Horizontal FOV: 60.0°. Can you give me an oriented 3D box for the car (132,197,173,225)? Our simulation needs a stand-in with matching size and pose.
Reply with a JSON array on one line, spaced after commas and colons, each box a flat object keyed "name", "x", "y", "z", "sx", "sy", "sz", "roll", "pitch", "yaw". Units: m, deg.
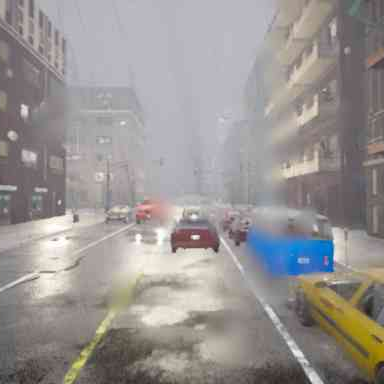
[{"name": "car", "x": -3.016, "y": 1.427, "z": 26.346, "sx": 2.150, "sy": 2.045, "sz": 5.566, "roll": 0, "pitch": -1, "yaw": 0}]

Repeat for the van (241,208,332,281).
[{"name": "van", "x": 2.670, "y": 1.417, "z": 9.792, "sx": 1.690, "sy": 1.788, "sz": 3.998, "roll": 1, "pitch": 0, "yaw": 0}]

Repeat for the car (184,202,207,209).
[{"name": "car", "x": 0.097, "y": 1.818, "z": 28.671, "sx": 1.895, "sy": 1.301, "sz": 4.718, "roll": 0, "pitch": 0, "yaw": 0}]

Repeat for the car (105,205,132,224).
[{"name": "car", "x": -5.775, "y": 1.755, "z": 26.869, "sx": 2.008, "sy": 1.369, "sz": 4.403, "roll": 1, "pitch": 0, "yaw": 0}]

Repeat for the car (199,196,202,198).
[{"name": "car", "x": 2.960, "y": 2.160, "z": 81.841, "sx": 2.008, "sy": 1.369, "sz": 4.403, "roll": 1, "pitch": 0, "yaw": 0}]

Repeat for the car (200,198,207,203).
[{"name": "car", "x": 2.995, "y": 2.233, "z": 87.511, "sx": 1.802, "sy": 1.307, "sz": 4.206, "roll": 1, "pitch": 0, "yaw": 0}]

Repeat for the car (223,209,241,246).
[{"name": "car", "x": 2.665, "y": 1.701, "z": 15.461, "sx": 1.802, "sy": 1.307, "sz": 4.206, "roll": 1, "pitch": 0, "yaw": 0}]

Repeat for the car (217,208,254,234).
[{"name": "car", "x": 2.663, "y": 1.743, "z": 21.132, "sx": 1.802, "sy": 1.307, "sz": 4.206, "roll": 1, "pitch": 0, "yaw": 0}]

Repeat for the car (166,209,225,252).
[{"name": "car", "x": 0.103, "y": 1.675, "z": 14.499, "sx": 1.994, "sy": 1.385, "sz": 4.181, "roll": 0, "pitch": 0, "yaw": -1}]

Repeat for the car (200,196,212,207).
[{"name": "car", "x": 2.952, "y": 2.024, "z": 63.254, "sx": 2.008, "sy": 1.369, "sz": 4.403, "roll": 1, "pitch": 0, "yaw": 0}]

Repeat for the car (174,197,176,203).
[{"name": "car", "x": -5.453, "y": 2.009, "z": 76.247, "sx": 1.967, "sy": 1.590, "sz": 4.097, "roll": 1, "pitch": 0, "yaw": 0}]

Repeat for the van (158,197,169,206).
[{"name": "van", "x": -5.597, "y": 1.827, "z": 64.915, "sx": 1.690, "sy": 1.788, "sz": 3.998, "roll": 1, "pitch": 0, "yaw": 0}]

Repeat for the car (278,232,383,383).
[{"name": "car", "x": 2.668, "y": 1.560, "z": 4.291, "sx": 1.752, "sy": 1.417, "sz": 4.829, "roll": 1, "pitch": 0, "yaw": 0}]
